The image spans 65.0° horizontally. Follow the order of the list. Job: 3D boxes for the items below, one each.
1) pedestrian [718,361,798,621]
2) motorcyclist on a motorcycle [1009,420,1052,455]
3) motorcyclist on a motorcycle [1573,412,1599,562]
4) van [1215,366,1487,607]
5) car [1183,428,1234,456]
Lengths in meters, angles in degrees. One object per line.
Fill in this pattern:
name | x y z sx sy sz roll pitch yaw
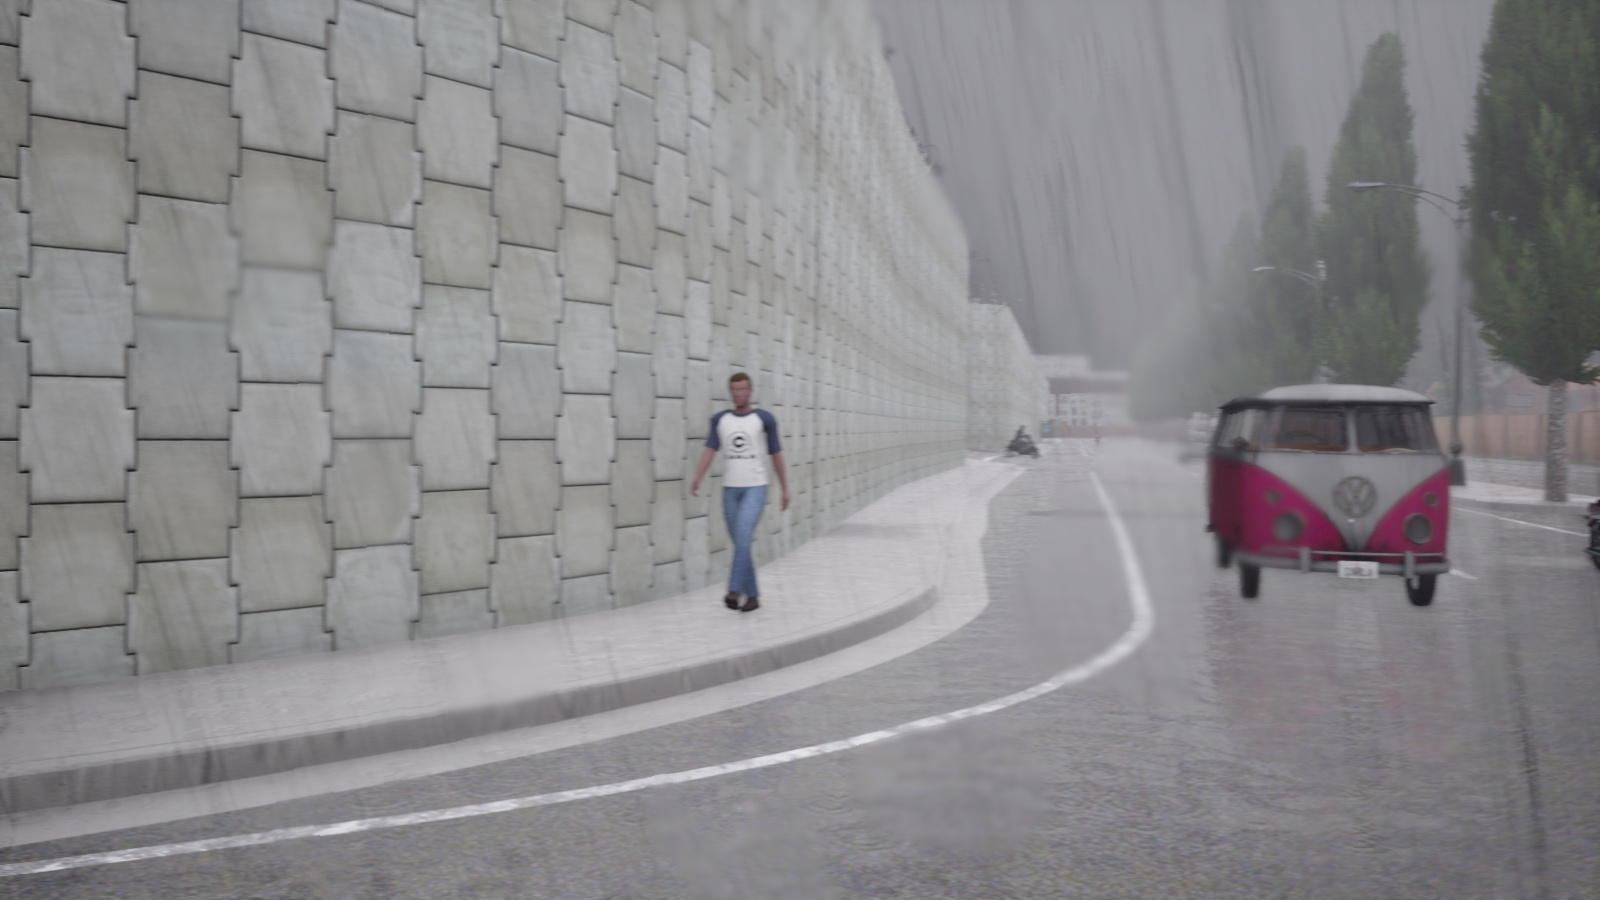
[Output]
pedestrian | -0.300 0.286 9.258 0.354 1.836 0.706 0 1 18
motorcyclist on a motorcycle | 10.884 -0.611 59.306 1.817 1.590 0.866 1 4 35
motorcyclist on a motorcycle | 9.081 0.413 13.349 0.766 1.649 2.350 0 1 13
van | 5.321 0.265 12.702 1.775 1.987 4.442 0 1 14
car | 19.521 -0.416 60.130 1.895 1.301 4.718 0 1 13
